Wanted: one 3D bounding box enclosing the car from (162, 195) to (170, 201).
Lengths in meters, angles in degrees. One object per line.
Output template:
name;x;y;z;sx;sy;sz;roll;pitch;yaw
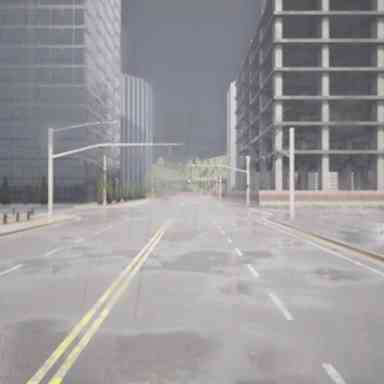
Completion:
car;-7.004;1.603;88.351;2.128;1.511;4.902;0;0;0
